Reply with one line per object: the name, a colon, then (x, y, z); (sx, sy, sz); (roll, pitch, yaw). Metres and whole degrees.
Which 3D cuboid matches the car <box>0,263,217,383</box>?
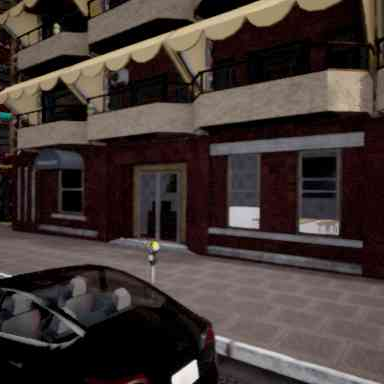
car: (-1.746, 1.566, 3.956); (4.313, 1.339, 1.947); (0, 1, 36)
